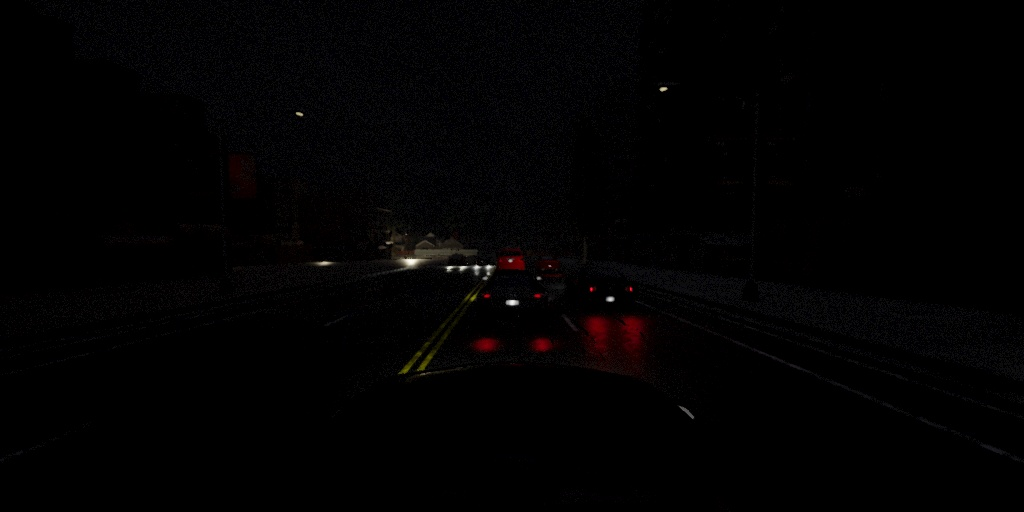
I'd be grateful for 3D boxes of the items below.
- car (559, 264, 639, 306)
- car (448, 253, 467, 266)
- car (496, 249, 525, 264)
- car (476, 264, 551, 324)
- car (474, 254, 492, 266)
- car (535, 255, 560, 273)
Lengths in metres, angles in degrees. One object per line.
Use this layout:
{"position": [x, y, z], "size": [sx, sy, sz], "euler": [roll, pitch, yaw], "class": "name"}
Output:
{"position": [3.239, 1.085, 14.049], "size": [1.895, 1.301, 4.718], "euler": [0, 1, 0], "class": "car"}
{"position": [-6.923, 0.418, 45.508], "size": [1.882, 1.535, 5.008], "euler": [0, 1, 0], "class": "car"}
{"position": [-0.128, 0.423, 29.520], "size": [2.150, 2.045, 5.566], "euler": [0, 1, 0], "class": "car"}
{"position": [-0.001, 1.108, 11.086], "size": [1.994, 1.385, 4.181], "euler": [0, 1, 0], "class": "car"}
{"position": [-3.676, 0.438, 45.957], "size": [1.837, 1.490, 4.892], "euler": [0, 0, 0], "class": "car"}
{"position": [3.107, 0.635, 31.995], "size": [1.882, 1.535, 5.008], "euler": [0, 1, 0], "class": "car"}
